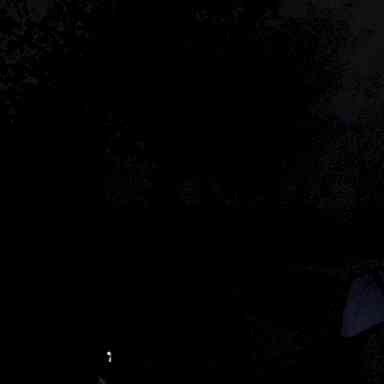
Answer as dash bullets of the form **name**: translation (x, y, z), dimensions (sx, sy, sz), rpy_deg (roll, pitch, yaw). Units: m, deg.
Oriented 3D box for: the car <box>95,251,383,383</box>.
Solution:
- **car**: translation (1.647, 1.546, 4.228), dimensions (5.357, 1.411, 2.033), rpy_deg (0, 0, -35)
